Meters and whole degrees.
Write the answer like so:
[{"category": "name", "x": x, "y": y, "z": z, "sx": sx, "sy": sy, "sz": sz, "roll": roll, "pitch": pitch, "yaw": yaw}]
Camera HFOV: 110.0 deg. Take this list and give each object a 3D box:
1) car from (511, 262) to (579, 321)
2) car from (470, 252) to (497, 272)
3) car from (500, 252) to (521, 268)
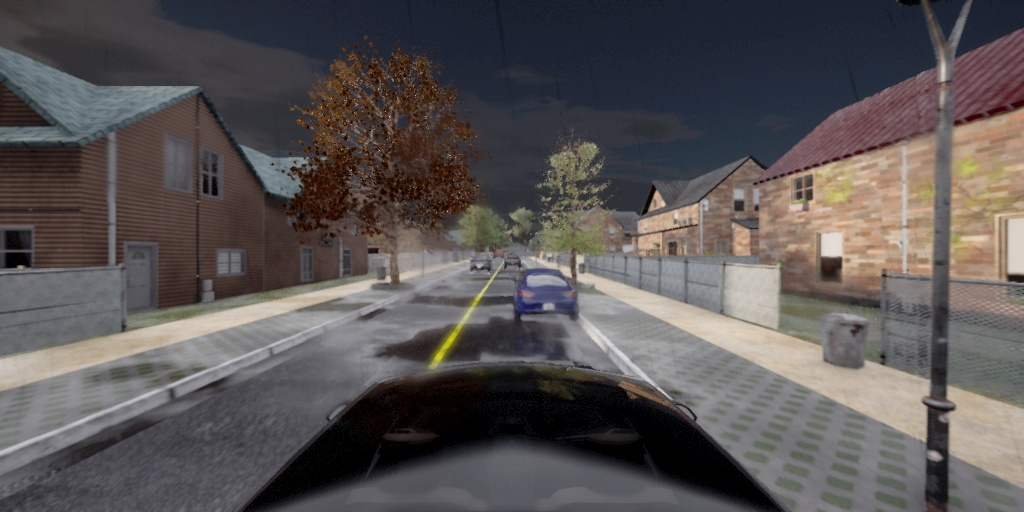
[{"category": "car", "x": 0.960, "y": 1.098, "z": 11.516, "sx": 1.812, "sy": 1.442, "sz": 4.674, "roll": 0, "pitch": 1, "yaw": 0}, {"category": "car", "x": -2.853, "y": 0.662, "z": 33.839, "sx": 2.128, "sy": 1.511, "sz": 4.902, "roll": 0, "pitch": 1, "yaw": 0}, {"category": "car", "x": 0.069, "y": 0.539, "z": 40.824, "sx": 2.128, "sy": 1.511, "sz": 4.902, "roll": 0, "pitch": 1, "yaw": 0}]
